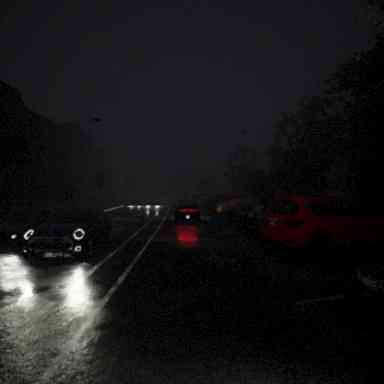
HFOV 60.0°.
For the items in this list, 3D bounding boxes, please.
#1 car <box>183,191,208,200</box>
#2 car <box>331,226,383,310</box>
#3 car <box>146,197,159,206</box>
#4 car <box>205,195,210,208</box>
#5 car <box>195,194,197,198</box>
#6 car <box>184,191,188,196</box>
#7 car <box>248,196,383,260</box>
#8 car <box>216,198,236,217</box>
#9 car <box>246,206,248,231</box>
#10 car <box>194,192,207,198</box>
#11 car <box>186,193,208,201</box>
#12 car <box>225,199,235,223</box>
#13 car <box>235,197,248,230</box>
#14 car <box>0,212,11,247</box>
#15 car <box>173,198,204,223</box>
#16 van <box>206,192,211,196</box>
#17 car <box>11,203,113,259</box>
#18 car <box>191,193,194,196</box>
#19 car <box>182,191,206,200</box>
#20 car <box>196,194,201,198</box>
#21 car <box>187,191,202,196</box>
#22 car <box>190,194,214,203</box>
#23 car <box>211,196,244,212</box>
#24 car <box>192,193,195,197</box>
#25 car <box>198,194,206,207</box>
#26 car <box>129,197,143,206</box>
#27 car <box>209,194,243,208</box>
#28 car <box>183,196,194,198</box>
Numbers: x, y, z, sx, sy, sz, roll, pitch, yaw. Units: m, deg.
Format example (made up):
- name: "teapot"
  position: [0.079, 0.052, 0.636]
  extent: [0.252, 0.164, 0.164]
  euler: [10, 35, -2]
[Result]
- name: "car"
  position: [0.851, 0.884, 80.444]
  extent: [5.566, 2.045, 2.435]
  euler: [0, 2, -26]
- name: "car"
  position: [5.284, 1.507, 6.331]
  extent: [4.674, 1.452, 2.002]
  euler: [1, 0, -21]
- name: "car"
  position: [-6.322, 1.502, 54.582]
  extent: [1.812, 1.442, 4.674]
  euler: [0, 0, -4]
- name: "car"
  position: [4.414, 1.431, 36.024]
  extent: [5.008, 1.535, 2.097]
  euler: [1, 0, -23]
- name: "car"
  position: [3.692, 1.443, 50.934]
  extent: [5.366, 1.575, 1.946]
  euler: [1, 0, -24]
- name: "car"
  position: [1.773, 1.076, 71.577]
  extent: [5.566, 2.045, 2.435]
  euler: [0, 1, -26]
- name: "car"
  position: [5.232, 1.202, 12.286]
  extent: [5.566, 2.045, 2.435]
  euler: [1, 0, -21]
- name: "car"
  position: [4.765, 1.461, 27.110]
  extent: [4.792, 1.488, 2.163]
  euler: [1, 0, -22]
- name: "car"
  position: [5.148, 1.487, 15.240]
  extent: [4.674, 1.452, 2.002]
  euler: [1, 0, -21]
- name: "car"
  position: [3.342, 1.321, 53.828]
  extent: [4.553, 1.767, 2.185]
  euler: [1, 0, -24]
- name: "car"
  position: [1.221, 1.081, 77.525]
  extent: [4.553, 1.767, 2.185]
  euler: [0, 2, -26]
- name: "car"
  position: [5.003, 1.439, 21.180]
  extent: [4.892, 1.521, 2.231]
  euler: [1, 0, -22]
- name: "car"
  position: [5.045, 1.316, 18.206]
  extent: [4.553, 1.767, 2.185]
  euler: [1, 0, -22]
- name: "car"
  position: [-7.226, 1.515, 14.625]
  extent: [2.033, 1.411, 5.357]
  euler: [0, 0, -1]
- name: "car"
  position: [-0.375, 1.454, 24.973]
  extent: [1.837, 1.490, 4.892]
  euler: [0, 0, -2]
- name: "van"
  position: [4.362, 1.208, 39.047]
  extent: [4.442, 1.987, 1.878]
  euler: [1, 0, -23]
- name: "car"
  position: [-4.391, 1.322, 12.364]
  extent: [2.097, 1.767, 4.553]
  euler: [0, 0, -1]
- name: "car"
  position: [2.863, 1.446, 59.745]
  extent: [4.892, 1.521, 2.231]
  euler: [1, 1, -25]
- name: "car"
  position: [0.569, 0.812, 83.433]
  extent: [5.566, 2.045, 2.435]
  euler: [0, 1, -27]
- name: "car"
  position: [3.716, 1.440, 47.894]
  extent: [5.008, 1.535, 2.097]
  euler: [1, 0, -24]
- name: "car"
  position: [2.635, 1.179, 62.726]
  extent: [5.566, 2.045, 2.435]
  euler: [1, 0, -25]
- name: "car"
  position: [2.051, 1.246, 68.622]
  extent: [4.553, 1.767, 2.185]
  euler: [0, 1, -26]
- name: "car"
  position: [4.670, 1.431, 30.092]
  extent: [5.008, 1.535, 2.097]
  euler: [1, 0, -23]
- name: "car"
  position: [3.084, 1.448, 56.784]
  extent: [5.008, 1.535, 2.097]
  euler: [1, 0, -25]
- name: "car"
  position: [3.920, 1.438, 44.923]
  extent: [5.008, 1.535, 2.097]
  euler: [1, 0, -24]
- name: "car"
  position: [-9.151, 1.529, 55.001]
  extent: [2.033, 1.411, 5.357]
  euler: [0, 0, -4]
- name: "car"
  position: [4.516, 1.305, 33.053]
  extent: [4.553, 1.767, 2.185]
  euler: [1, 0, -23]
- name: "car"
  position: [-1.183, 1.519, 42.190]
  extent: [1.994, 1.385, 4.181]
  euler: [0, 0, -3]
